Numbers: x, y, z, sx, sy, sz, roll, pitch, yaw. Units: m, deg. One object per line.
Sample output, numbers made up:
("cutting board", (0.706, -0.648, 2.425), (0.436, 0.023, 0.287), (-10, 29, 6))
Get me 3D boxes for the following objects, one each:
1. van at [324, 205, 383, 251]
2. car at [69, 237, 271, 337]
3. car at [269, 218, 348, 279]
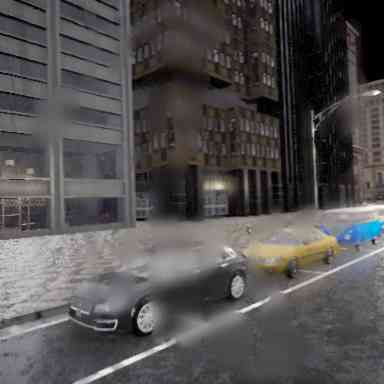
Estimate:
("van", (7.367, 1.646, 15.393), (1.690, 1.788, 3.998), (-4, -3, 44))
("car", (-0.414, 1.830, 7.224), (2.008, 1.369, 4.403), (-4, -3, 44))
("car", (3.362, 1.817, 11.183), (1.752, 1.417, 4.829), (-4, -3, 44))
